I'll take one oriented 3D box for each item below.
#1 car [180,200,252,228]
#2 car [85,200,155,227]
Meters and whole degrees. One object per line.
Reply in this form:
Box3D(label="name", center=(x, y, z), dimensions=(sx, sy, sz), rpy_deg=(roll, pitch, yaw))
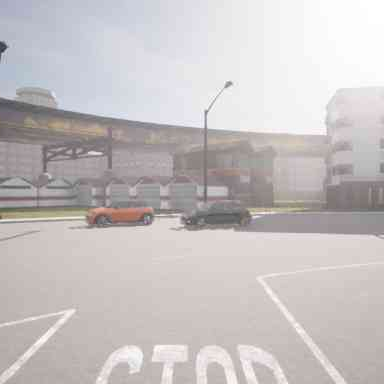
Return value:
Box3D(label="car", center=(1.535, 1.351, 21.807), dimensions=(4.553, 1.767, 2.097), rpy_deg=(0, 0, -18))
Box3D(label="car", center=(-4.926, 1.351, 22.855), dimensions=(4.553, 1.767, 2.097), rpy_deg=(0, 0, -26))
